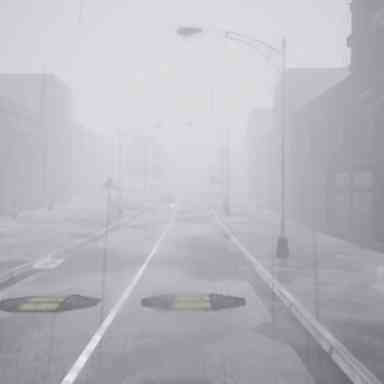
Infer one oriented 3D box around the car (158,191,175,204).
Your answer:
[{"bbox_3d":[-3.185,0.622,42.834,1.837,1.490,4.892,0,3,0],"label":"car"}]
